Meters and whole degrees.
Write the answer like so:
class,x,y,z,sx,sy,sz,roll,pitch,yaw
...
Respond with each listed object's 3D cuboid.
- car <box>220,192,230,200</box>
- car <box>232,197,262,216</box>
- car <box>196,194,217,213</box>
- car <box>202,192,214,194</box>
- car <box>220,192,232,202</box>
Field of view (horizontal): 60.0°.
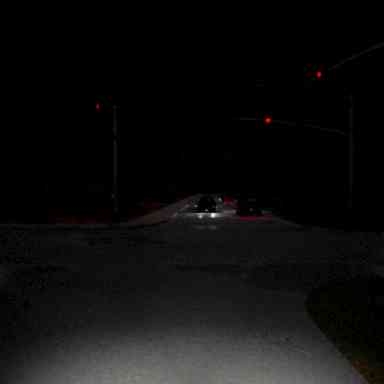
class,x,y,z,sx,sy,sz,roll,pitch,yaw
car,6.880,0.771,69.918,1.837,1.490,4.892,0,0,3
car,4.861,1.224,28.937,1.882,1.535,5.008,0,0,3
car,1.461,1.263,33.058,2.033,1.411,5.357,0,0,3
car,2.244,1.124,48.624,1.812,1.442,4.674,0,0,3
car,6.389,1.114,59.959,1.895,1.301,4.718,0,0,3
